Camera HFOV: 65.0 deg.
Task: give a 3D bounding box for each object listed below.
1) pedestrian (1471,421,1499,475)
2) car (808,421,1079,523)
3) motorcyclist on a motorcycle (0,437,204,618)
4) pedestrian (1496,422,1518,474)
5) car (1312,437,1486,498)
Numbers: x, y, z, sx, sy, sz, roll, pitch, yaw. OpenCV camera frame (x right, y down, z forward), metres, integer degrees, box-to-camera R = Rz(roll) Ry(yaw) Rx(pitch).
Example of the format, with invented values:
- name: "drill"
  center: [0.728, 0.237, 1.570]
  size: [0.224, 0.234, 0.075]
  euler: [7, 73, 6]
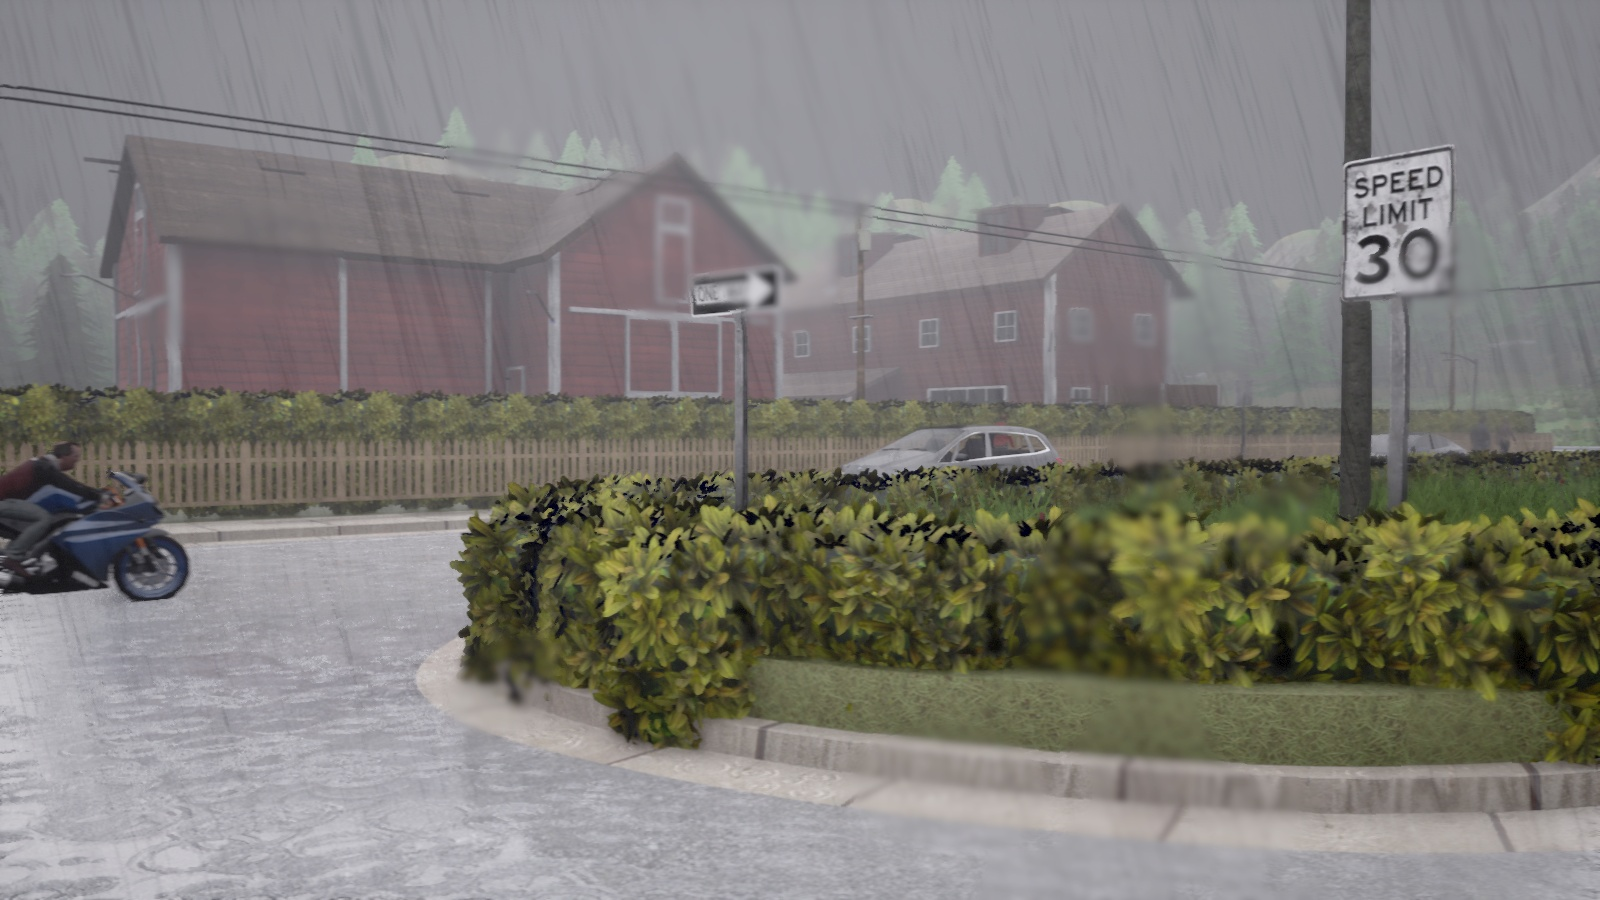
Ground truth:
- name: "pedestrian"
  center: [24.258, -0.072, 44.467]
  size: [0.849, 1.883, 0.563]
  euler: [0, 1, -38]
- name: "car"
  center: [2.667, 0.331, 22.820]
  size: [4.611, 1.667, 2.242]
  euler: [0, 1, -38]
- name: "motorcyclist on a motorcycle"
  center: [-6.636, 0.648, 11.262]
  size: [2.191, 1.530, 0.866]
  euler: [0, 1, -38]
- name: "pedestrian"
  center: [25.206, -0.071, 44.780]
  size: [0.634, 1.846, 0.331]
  euler: [0, 1, -23]
- name: "car"
  center: [15.705, 0.405, 32.841]
  size: [4.792, 1.488, 2.163]
  euler: [0, 1, -38]
